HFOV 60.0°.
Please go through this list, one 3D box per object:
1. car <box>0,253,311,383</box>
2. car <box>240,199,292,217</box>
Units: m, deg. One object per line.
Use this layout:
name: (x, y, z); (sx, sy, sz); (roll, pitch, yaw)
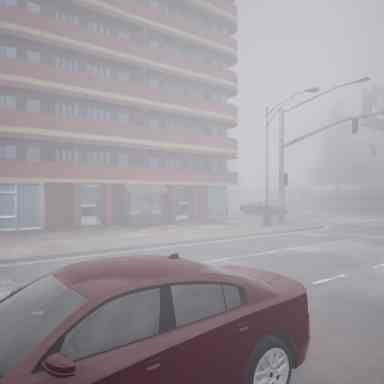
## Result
car: (-0.881, 1.478, 3.363); (5.008, 1.535, 1.882); (0, 0, -36)
car: (6.884, 1.601, 32.055); (1.895, 1.301, 4.718); (0, 0, -36)
